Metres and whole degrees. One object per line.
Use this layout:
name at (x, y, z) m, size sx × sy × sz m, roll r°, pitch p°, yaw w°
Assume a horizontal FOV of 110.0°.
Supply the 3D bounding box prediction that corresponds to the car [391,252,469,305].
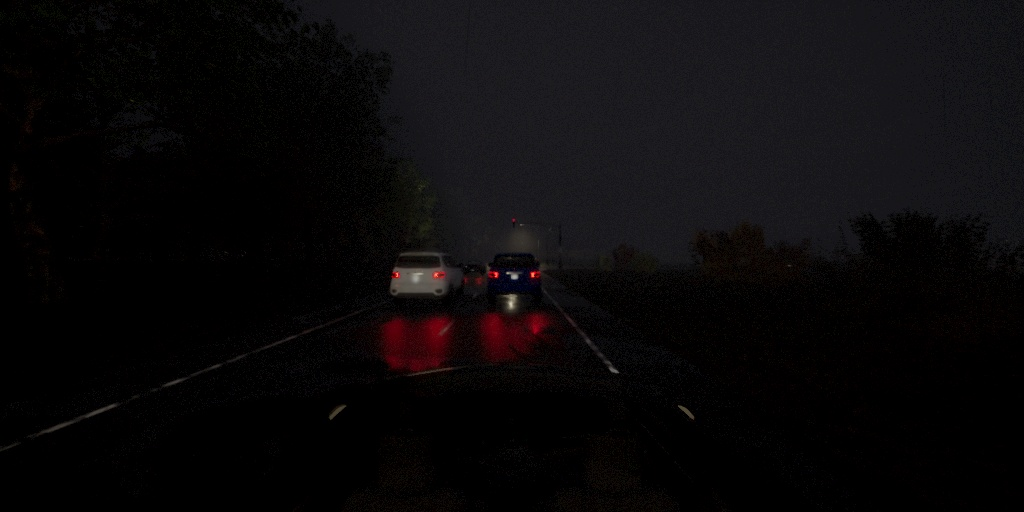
car at (-3.407, 0.864, 15.396) m, size 2.150 × 2.045 × 5.566 m, roll 0°, pitch 0°, yaw 0°

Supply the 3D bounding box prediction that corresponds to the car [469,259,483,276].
car at (-3.413, 1.032, 33.569) m, size 1.812 × 1.442 × 4.674 m, roll 0°, pitch 0°, yaw 0°

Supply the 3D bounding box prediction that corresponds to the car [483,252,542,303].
car at (0.093, 0.862, 15.991) m, size 2.150 × 2.045 × 5.566 m, roll 0°, pitch 0°, yaw 0°
